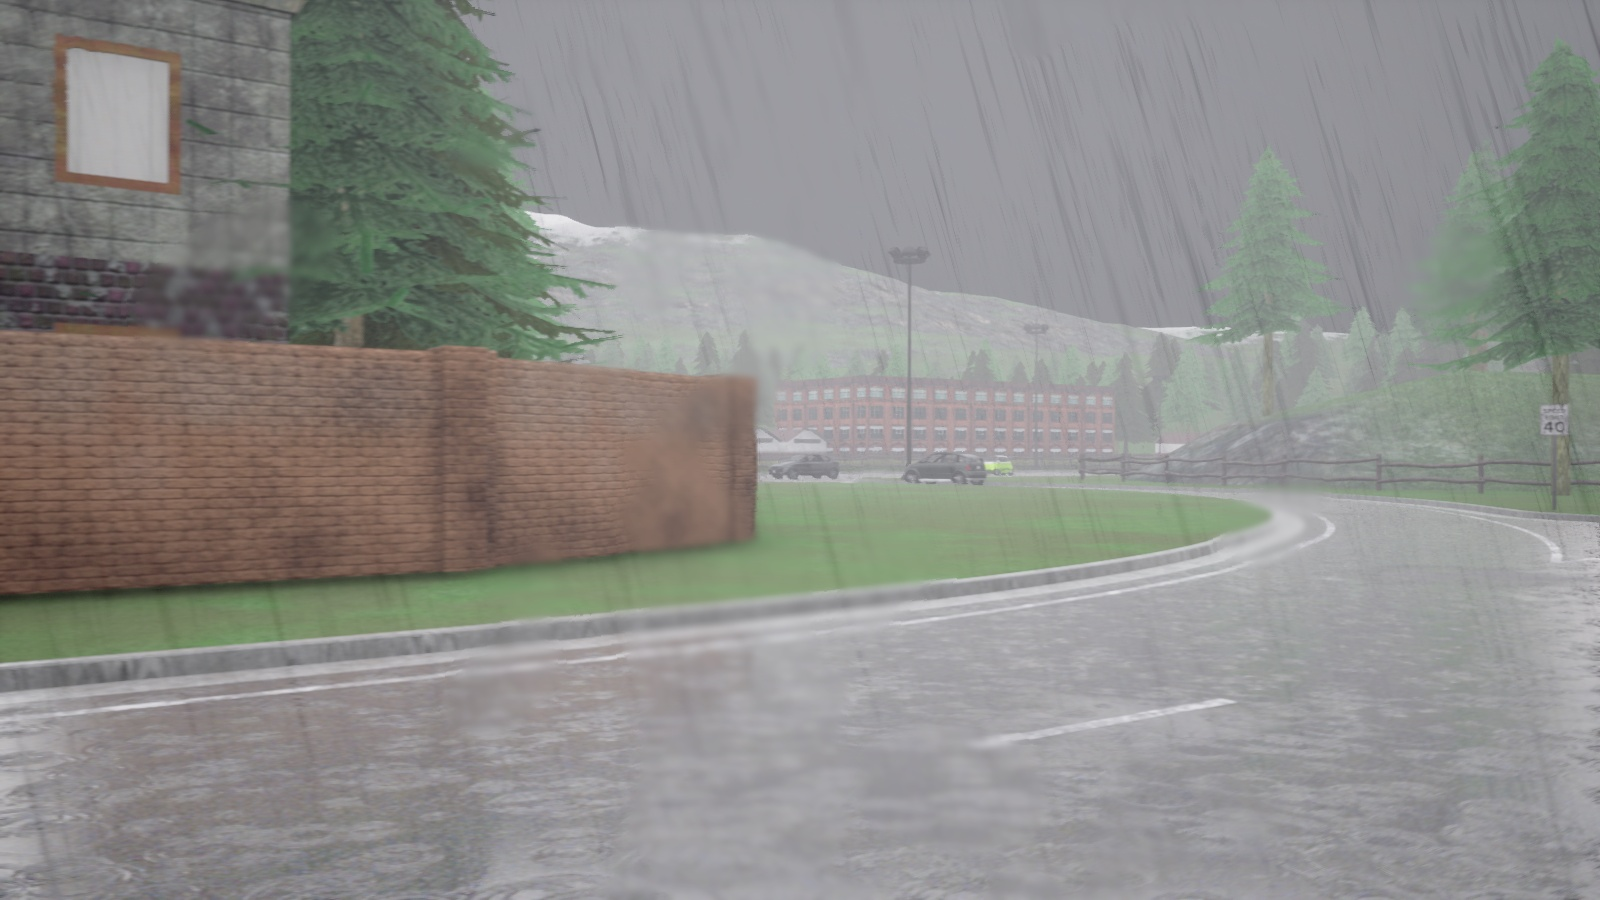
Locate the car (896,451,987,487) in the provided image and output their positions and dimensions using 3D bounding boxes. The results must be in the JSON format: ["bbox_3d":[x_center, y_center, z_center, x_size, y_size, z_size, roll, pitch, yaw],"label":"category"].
[{"bbox_3d":[6.416,0.849,57.009,3.705,1.549,1.789,0,-1,39],"label":"car"}]

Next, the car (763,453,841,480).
[{"bbox_3d":[0.125,0.933,71.515,4.193,1.474,1.816,0,0,-35],"label":"car"}]

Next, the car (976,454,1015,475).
[{"bbox_3d":[13.222,0.980,84.838,2.207,1.376,1.481,0,0,-35],"label":"car"}]
